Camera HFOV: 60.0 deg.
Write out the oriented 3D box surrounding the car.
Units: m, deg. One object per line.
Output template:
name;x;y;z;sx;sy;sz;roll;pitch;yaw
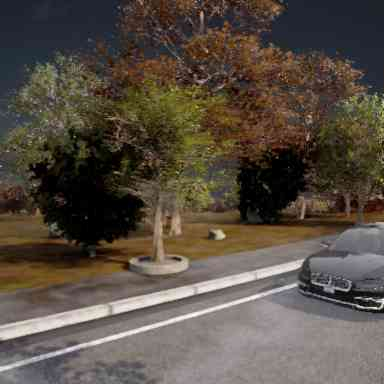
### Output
car;4.328;1.507;7.544;4.892;1.490;1.837;0;0;-40
